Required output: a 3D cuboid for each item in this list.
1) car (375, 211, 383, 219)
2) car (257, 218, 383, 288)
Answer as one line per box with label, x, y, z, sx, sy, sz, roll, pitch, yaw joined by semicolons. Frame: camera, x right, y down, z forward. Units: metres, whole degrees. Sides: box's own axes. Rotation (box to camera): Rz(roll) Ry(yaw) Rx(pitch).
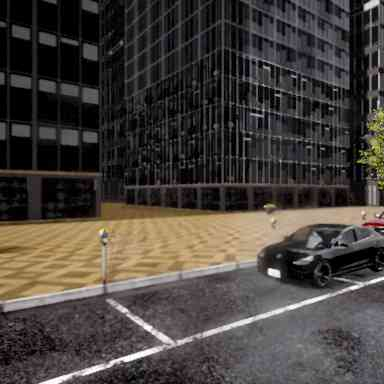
car;8.356;1.313;12.519;5.009;1.841;2.192;0;0;-36
car;3.741;1.565;9.228;4.313;1.339;1.947;0;0;-36
